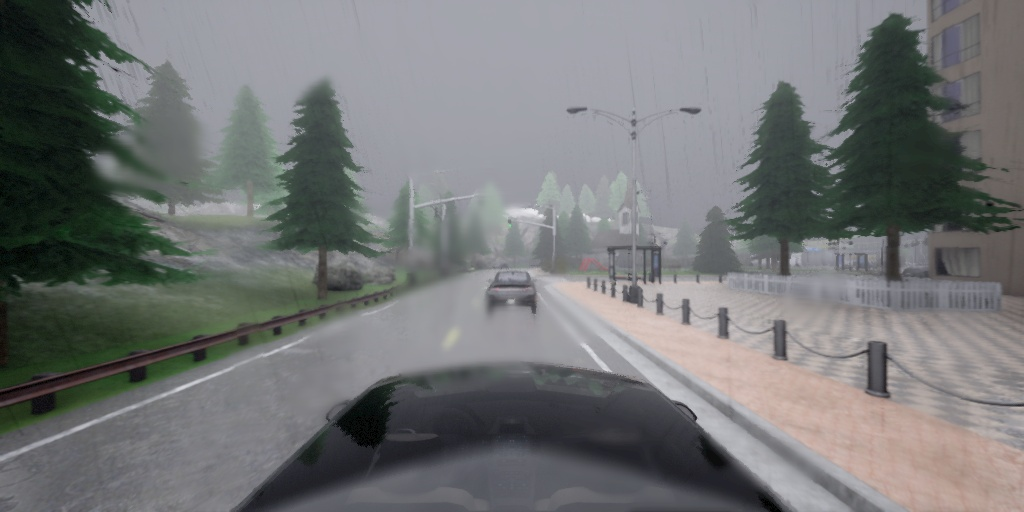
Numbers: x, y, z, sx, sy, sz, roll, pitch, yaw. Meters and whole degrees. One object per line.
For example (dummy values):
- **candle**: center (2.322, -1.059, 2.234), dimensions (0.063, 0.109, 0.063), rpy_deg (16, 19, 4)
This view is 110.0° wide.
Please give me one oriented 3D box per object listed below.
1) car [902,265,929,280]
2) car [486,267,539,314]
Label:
- **car**: center (37.628, 1.516, 31.943), dimensions (4.674, 1.442, 1.812), rpy_deg (0, 0, 0)
- **car**: center (0.041, 1.349, 14.246), dimensions (2.128, 1.511, 4.902), rpy_deg (0, 0, 1)
